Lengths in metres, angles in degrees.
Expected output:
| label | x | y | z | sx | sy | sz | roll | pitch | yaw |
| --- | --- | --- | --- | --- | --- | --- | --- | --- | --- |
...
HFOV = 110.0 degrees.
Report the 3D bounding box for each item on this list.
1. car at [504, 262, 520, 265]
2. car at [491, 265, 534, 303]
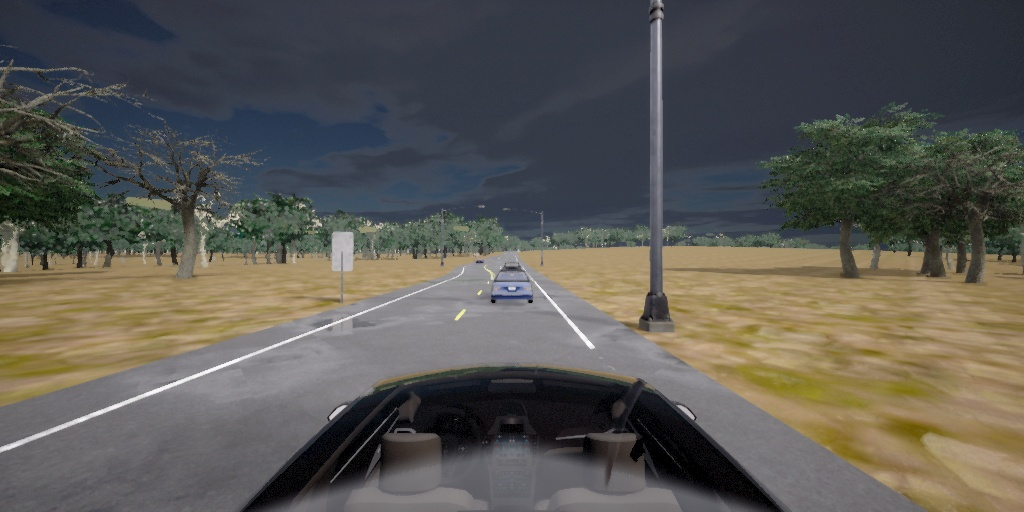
| label | x | y | z | sx | sy | sz | roll | pitch | yaw |
| --- | --- | --- | --- | --- | --- | --- | --- | --- | --- |
| car | 0.000 | 1.272 | 31.503 | 1.837 | 1.490 | 4.892 | 0 | 0 | 0 |
| car | 0.000 | 1.316 | 16.500 | 2.033 | 1.411 | 5.357 | 0 | 0 | 0 |
